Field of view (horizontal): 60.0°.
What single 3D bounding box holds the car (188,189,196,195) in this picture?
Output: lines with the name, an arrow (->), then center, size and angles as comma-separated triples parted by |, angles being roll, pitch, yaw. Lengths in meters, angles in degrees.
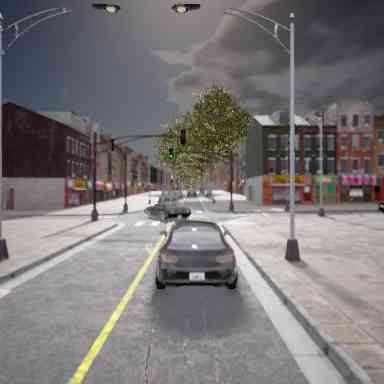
car -> 0.000, 0.024, 81.520 | 1.994, 1.385, 4.181 | 0, 1, 0

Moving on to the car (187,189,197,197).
car -> 0.000, 0.234, 71.449 | 2.097, 1.767, 4.553 | 0, 1, 0

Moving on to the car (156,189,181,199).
car -> -2.836, 0.853, 40.560 | 2.150, 2.045, 5.566 | 0, 1, 0

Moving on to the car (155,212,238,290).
car -> 0.094, 1.487, 8.889 | 1.812, 1.442, 4.674 | 0, 0, 0

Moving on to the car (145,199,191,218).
car -> -1.975, 1.433, 25.553 | 1.895, 1.301, 4.718 | -1, 0, -29

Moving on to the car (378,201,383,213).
car -> 17.202, 1.115, 26.520 | 4.313, 1.339, 1.947 | -1, 1, 0
